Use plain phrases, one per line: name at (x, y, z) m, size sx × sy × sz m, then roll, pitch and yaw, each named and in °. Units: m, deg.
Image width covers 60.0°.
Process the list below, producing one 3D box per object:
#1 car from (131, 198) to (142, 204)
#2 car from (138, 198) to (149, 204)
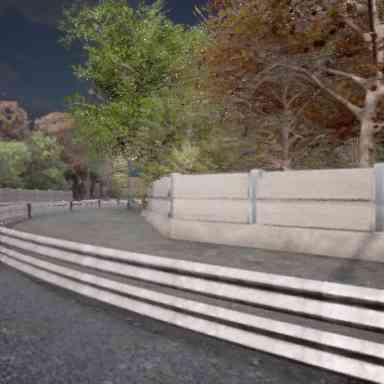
car at (-14.189, 2.150, 81.692) m, size 2.033 × 1.411 × 5.357 m, roll 0°, pitch -1°, yaw 4°
car at (-13.415, 2.414, 91.941) m, size 2.128 × 1.511 × 4.902 m, roll 0°, pitch -1°, yaw 4°
